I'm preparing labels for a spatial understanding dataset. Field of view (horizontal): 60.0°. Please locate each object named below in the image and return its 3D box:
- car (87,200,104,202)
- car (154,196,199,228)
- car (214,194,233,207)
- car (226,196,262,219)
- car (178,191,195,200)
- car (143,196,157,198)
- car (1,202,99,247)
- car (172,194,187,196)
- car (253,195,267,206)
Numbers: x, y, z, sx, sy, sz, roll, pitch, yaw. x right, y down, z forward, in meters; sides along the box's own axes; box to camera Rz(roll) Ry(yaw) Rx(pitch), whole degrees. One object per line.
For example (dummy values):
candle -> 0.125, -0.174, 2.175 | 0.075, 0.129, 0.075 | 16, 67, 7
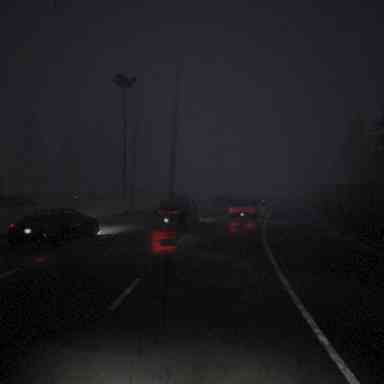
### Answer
car -> -13.200, 0.697, 42.874 | 2.097, 1.767, 4.553 | 0, 1, 15
car -> -0.823, 1.211, 19.931 | 1.837, 1.490, 4.892 | 0, 1, 13
car -> 3.834, 0.929, 38.099 | 1.882, 1.535, 5.008 | 0, 1, 15
car -> 4.034, 1.241, 25.121 | 1.895, 1.301, 4.718 | 0, 1, 14
car -> -0.987, 0.584, 61.358 | 1.882, 1.535, 5.008 | 0, 1, 15
car -> -6.356, 0.733, 54.863 | 2.033, 1.411, 5.357 | 0, 1, 15
car -> -5.560, 1.348, 13.889 | 1.994, 1.385, 4.181 | 0, 1, 9
car -> -1.147, 1.007, 32.932 | 2.128, 1.511, 4.902 | 0, 1, 15
car -> 8.370, 1.012, 41.554 | 1.895, 1.301, 4.718 | 0, 1, 15
